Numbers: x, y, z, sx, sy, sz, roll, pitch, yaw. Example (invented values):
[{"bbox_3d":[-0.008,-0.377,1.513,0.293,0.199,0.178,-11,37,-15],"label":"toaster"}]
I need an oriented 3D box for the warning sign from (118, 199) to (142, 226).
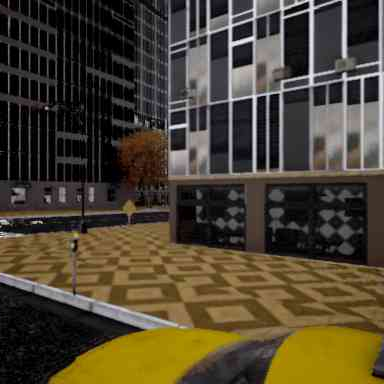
[{"bbox_3d":[-4.498,1.446,23.982,1.300,1.860,1.060,1,1,33],"label":"warning sign"}]

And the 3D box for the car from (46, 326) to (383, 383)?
[{"bbox_3d":[0.914,1.525,2.068,4.829,1.417,1.752,0,0,35],"label":"car"}]
